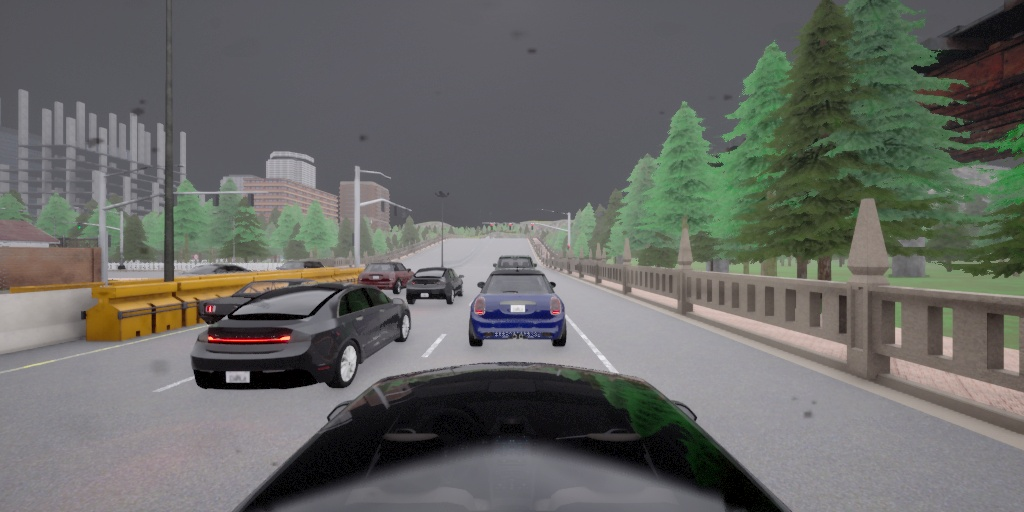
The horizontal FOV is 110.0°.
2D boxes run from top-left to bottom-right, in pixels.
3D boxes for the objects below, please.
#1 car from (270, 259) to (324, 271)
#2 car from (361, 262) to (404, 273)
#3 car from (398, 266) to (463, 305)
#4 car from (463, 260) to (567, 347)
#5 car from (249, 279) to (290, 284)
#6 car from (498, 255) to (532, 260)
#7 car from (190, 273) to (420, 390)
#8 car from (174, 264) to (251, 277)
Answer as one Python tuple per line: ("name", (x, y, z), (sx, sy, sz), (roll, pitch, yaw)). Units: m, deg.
("car", (-13.934, 1.101, 23.233), (2.097, 1.767, 4.553), (0, 0, 1))
("car", (-6.881, 1.102, 20.175), (2.097, 1.767, 4.553), (0, 0, -1))
("car", (-3.348, 1.255, 16.187), (1.837, 1.490, 4.892), (0, 0, 0))
("car", (0.125, 1.102, 9.506), (2.097, 1.767, 4.553), (0, 0, 0))
("car", (-6.865, 1.351, 11.182), (1.895, 1.301, 4.718), (0, 0, 0))
("car", (0.162, 0.972, 18.996), (2.150, 2.045, 5.566), (0, 0, 0))
("car", (-3.383, 1.255, 6.866), (1.837, 1.490, 4.892), (0, 0, 0))
("car", (-17.466, 1.257, 20.936), (1.837, 1.490, 4.892), (0, -1, 1))
